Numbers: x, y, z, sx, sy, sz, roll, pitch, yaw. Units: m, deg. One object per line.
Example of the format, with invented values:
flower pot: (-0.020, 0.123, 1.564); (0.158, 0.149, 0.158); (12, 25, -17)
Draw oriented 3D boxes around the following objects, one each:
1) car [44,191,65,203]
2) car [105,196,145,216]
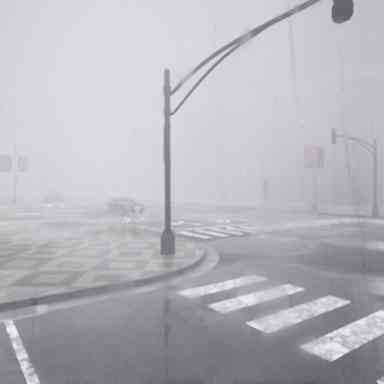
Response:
car: (-19.432, 0.624, 46.987); (2.097, 1.767, 4.553); (0, 1, -35)
car: (-5.639, 1.109, 27.733); (2.128, 1.511, 4.902); (0, 1, -36)
